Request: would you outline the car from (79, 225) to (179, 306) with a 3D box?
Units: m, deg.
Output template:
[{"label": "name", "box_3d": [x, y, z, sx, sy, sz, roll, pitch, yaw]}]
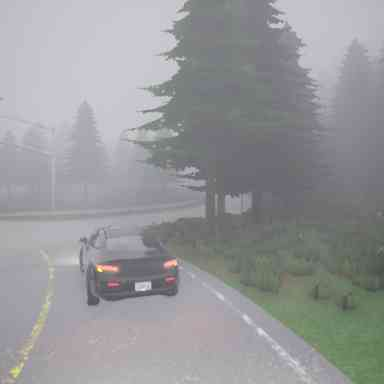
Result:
[{"label": "car", "box_3d": [-1.683, 1.523, 8.115, 1.812, 1.442, 4.674, 0, 0, -21]}]

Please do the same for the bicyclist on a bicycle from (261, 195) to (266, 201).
[{"label": "bicyclist on a bicycle", "box_3d": [6.311, 0.886, 30.393, 1.656, 1.620, 0.582, -13, -4, 35]}]

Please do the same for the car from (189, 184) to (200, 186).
[{"label": "car", "box_3d": [0.576, -1.765, 69.733, 1.994, 1.385, 4.181, 0, 5, -5]}]
